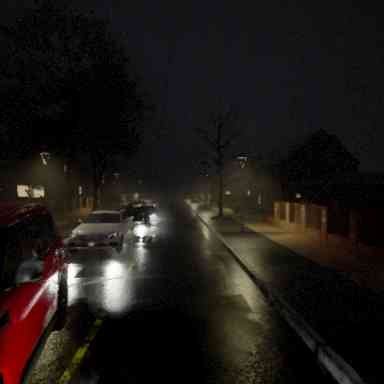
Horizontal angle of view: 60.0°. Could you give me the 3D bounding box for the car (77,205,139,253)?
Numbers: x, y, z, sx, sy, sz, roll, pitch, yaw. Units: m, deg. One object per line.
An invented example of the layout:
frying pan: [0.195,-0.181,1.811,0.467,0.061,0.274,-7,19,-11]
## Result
car: [-3.460,1.460,13.484,1.812,1.442,4.674,0,0,-2]

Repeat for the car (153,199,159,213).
car: [-4.427,1.423,34.122,1.895,1.301,4.718,0,0,-3]

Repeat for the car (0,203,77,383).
car: [-2.789,1.207,3.705,2.150,2.045,5.566,0,0,-13]

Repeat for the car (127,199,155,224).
car: [-3.941,1.443,23.444,1.994,1.385,4.181,0,0,-3]
